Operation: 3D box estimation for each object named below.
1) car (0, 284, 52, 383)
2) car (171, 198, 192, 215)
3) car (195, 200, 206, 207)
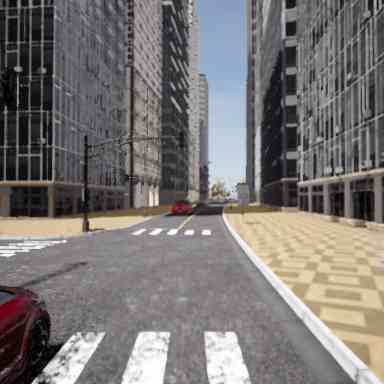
[{"bbox_3d":[-2.965,1.611,2.988,1.994,1.385,4.181,0,-1,0],"label":"car"},{"bbox_3d":[-1.177,1.882,41.574,2.150,2.045,5.566,0,1,5],"label":"car"},{"bbox_3d":[1.877,2.433,68.679,1.994,1.385,4.181,0,-1,8],"label":"car"}]
